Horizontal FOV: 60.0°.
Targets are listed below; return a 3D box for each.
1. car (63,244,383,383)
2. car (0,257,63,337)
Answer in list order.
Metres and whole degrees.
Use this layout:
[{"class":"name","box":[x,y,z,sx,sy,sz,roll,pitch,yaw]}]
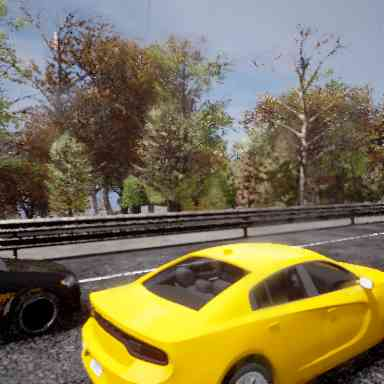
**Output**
[{"class":"car","box":[1.113,1.467,4.562,5.008,1.535,1.882,0,0,-36]},{"class":"car","box":[-3.963,1.566,5.232,4.181,1.385,1.994,0,0,-36]}]
